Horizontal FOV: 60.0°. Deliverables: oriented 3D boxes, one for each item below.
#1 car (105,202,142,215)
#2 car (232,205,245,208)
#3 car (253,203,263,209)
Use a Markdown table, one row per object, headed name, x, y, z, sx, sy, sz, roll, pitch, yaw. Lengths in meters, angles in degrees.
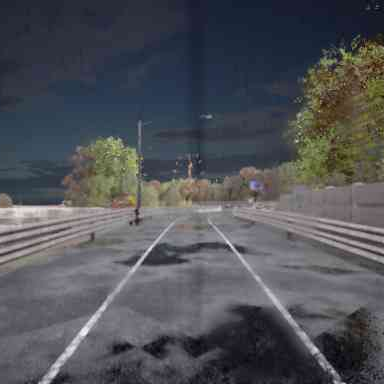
| name | x | y | z | sx | sy | sz | roll | pitch | yaw |
| --- | --- | --- | --- | --- | --- | --- | --- | --- | --- |
| car | -8.556 | 2.310 | 43.096 | 2.150 | 2.045 | 5.566 | -2 | -3 | 42 |
| car | 10.687 | 3.671 | 71.702 | 1.812 | 1.442 | 4.674 | -1 | -2 | 24 |
| car | 17.704 | 4.344 | 91.211 | 1.882 | 1.535 | 5.008 | 0 | -2 | 13 |
